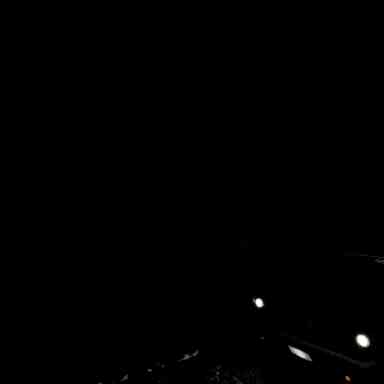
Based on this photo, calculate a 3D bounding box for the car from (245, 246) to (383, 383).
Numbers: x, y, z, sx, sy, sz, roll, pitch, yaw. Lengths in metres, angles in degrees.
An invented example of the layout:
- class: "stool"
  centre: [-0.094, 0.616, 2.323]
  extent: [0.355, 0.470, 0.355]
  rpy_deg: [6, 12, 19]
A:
- class: "car"
  centre: [3.089, 1.639, 5.283]
  extent: [4.718, 1.301, 1.895]
  rpy_deg: [1, 0, -36]
